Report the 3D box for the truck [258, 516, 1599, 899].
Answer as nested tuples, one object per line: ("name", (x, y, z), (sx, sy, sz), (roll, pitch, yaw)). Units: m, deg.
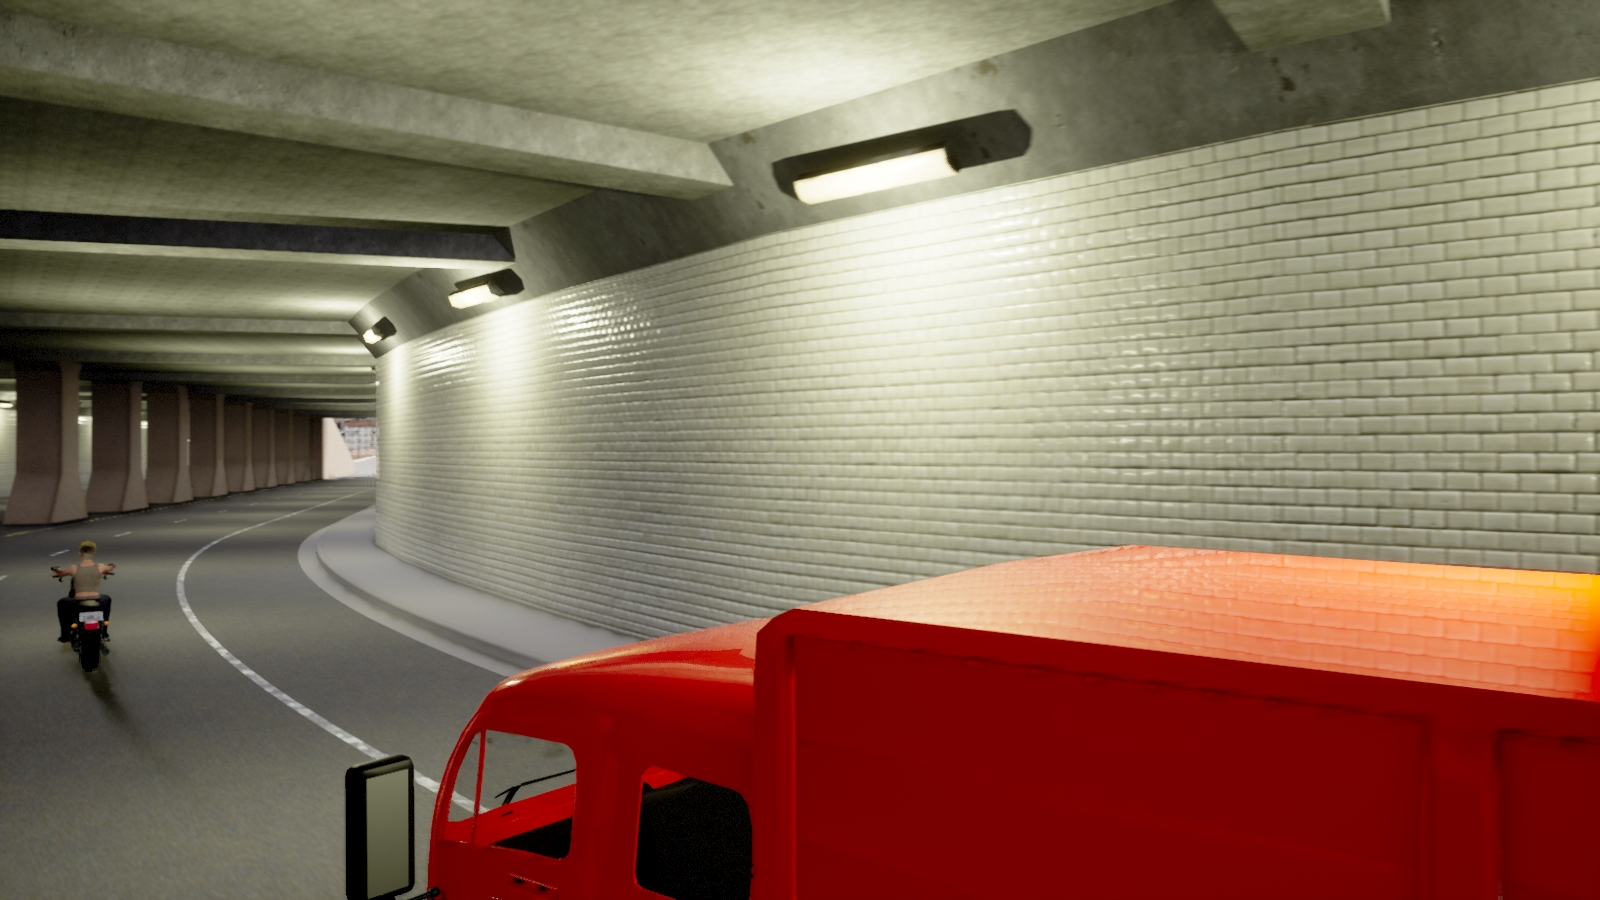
("truck", (1.163, 1.570, 2.989), (5.204, 2.467, 2.627), (0, 0, 39))
